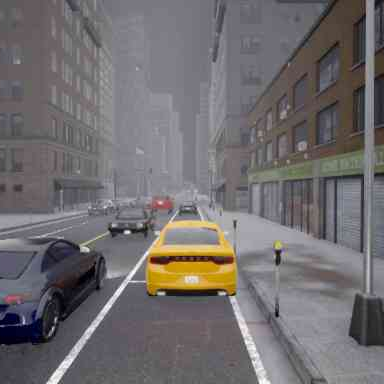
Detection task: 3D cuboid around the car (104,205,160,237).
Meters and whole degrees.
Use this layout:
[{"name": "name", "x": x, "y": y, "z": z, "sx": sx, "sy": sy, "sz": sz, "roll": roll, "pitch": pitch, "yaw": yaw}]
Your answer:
[{"name": "car", "x": -3.042, "y": 1.598, "z": 17.866, "sx": 1.895, "sy": 1.301, "sz": 4.718, "roll": 0, "pitch": 0, "yaw": 0}]

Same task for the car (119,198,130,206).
[{"name": "car", "x": -8.918, "y": 1.567, "z": 38.589, "sx": 1.947, "sy": 1.339, "sz": 4.313, "roll": -1, "pitch": 0, "yaw": 0}]

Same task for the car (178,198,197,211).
[{"name": "car", "x": -0.393, "y": 1.565, "z": 33.084, "sx": 1.947, "sy": 1.339, "sz": 4.313, "roll": -1, "pitch": 0, "yaw": 0}]

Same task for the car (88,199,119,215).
[{"name": "car", "x": -8.920, "y": 1.440, "z": 33.084, "sx": 1.967, "sy": 1.590, "sz": 4.097, "roll": -1, "pitch": 0, "yaw": 0}]

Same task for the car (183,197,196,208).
[{"name": "car", "x": -0.394, "y": 1.550, "z": 49.600, "sx": 1.887, "sy": 1.381, "sz": 4.507, "roll": -1, "pitch": 0, "yaw": 0}]

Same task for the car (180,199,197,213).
[{"name": "car", "x": -0.393, "y": 1.546, "z": 38.589, "sx": 1.887, "sy": 1.381, "sz": 4.507, "roll": -1, "pitch": 0, "yaw": 0}]

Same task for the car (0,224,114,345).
[{"name": "car", "x": -3.045, "y": 1.563, "z": 6.390, "sx": 1.994, "sy": 1.385, "sz": 4.181, "roll": 0, "pitch": 0, "yaw": 0}]

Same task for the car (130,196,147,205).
[{"name": "car", "x": -6.197, "y": 1.354, "z": 41.877, "sx": 2.097, "sy": 1.767, "sz": 4.553, "roll": 0, "pitch": 0, "yaw": 0}]

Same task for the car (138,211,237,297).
[{"name": "car", "x": -0.005, "y": 1.476, "z": 8.651, "sx": 1.882, "sy": 1.535, "sz": 5.008, "roll": 0, "pitch": 0, "yaw": 0}]

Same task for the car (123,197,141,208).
[{"name": "car", "x": -8.918, "y": 1.550, "z": 49.600, "sx": 1.887, "sy": 1.381, "sz": 4.507, "roll": -1, "pitch": 0, "yaw": 0}]

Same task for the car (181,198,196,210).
[{"name": "car", "x": -0.393, "y": 1.548, "z": 44.094, "sx": 1.887, "sy": 1.381, "sz": 4.507, "roll": -1, "pitch": 0, "yaw": 0}]

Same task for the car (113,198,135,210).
[{"name": "car", "x": -8.918, "y": 1.554, "z": 44.095, "sx": 2.008, "sy": 1.369, "sz": 4.403, "roll": -1, "pitch": 0, "yaw": 0}]

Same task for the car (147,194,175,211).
[{"name": "car", "x": -3.146, "y": 1.221, "z": 36.075, "sx": 2.150, "sy": 2.045, "sz": 5.566, "roll": 0, "pitch": 0, "yaw": 0}]
